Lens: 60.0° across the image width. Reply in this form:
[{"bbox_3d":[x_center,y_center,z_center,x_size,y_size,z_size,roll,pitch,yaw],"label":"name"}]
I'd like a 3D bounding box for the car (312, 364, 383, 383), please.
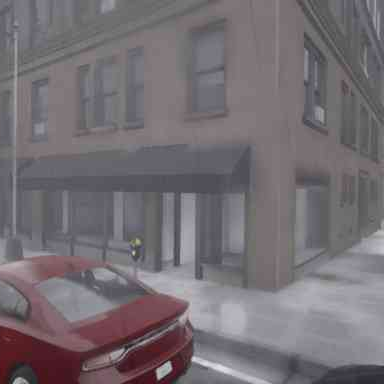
[{"bbox_3d":[2.402,1.563,1.237,4.313,1.339,1.947,0,1,36],"label":"car"}]

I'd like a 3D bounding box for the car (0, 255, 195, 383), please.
[{"bbox_3d":[-2.079,1.541,4.434,4.507,1.381,1.887,0,1,36],"label":"car"}]
